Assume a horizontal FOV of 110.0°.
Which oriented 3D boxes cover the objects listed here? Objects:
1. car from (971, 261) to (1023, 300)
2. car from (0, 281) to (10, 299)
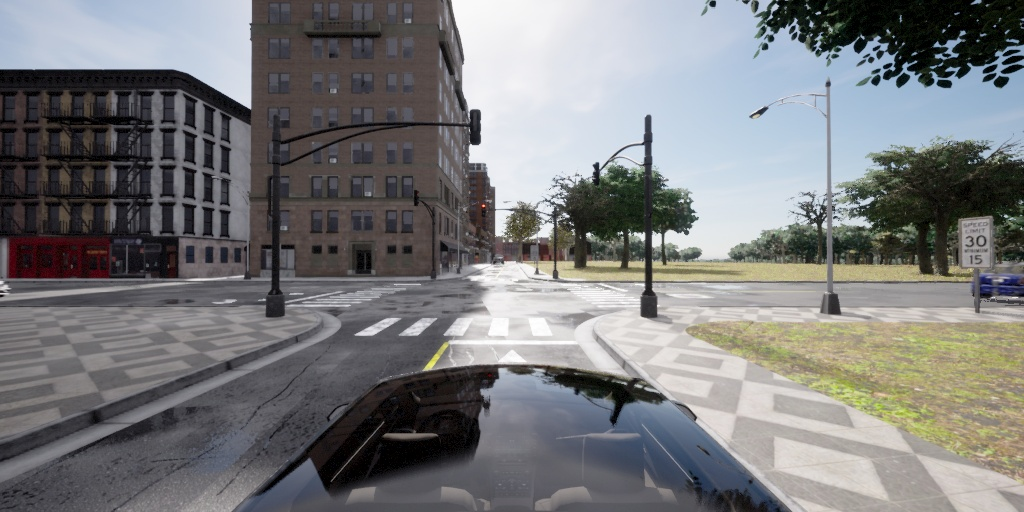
[{"bbox_3d":[23.031,1.080,15.434,4.553,1.767,2.097,0,-1,0],"label":"car"},{"bbox_3d":[-24.865,1.243,15.439,4.674,1.442,1.812,0,-1,0],"label":"car"}]
